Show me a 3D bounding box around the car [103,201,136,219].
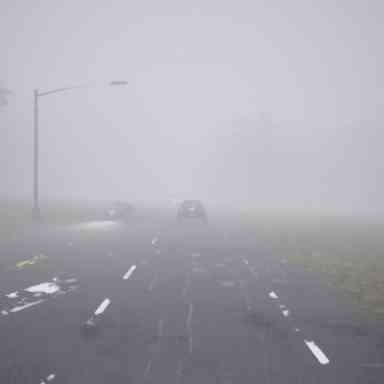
[{"bbox_3d":[-6.342,1.533,29.600,2.128,1.511,4.902,0,0,5],"label":"car"}]

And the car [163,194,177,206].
[{"bbox_3d":[-3.593,1.335,56.440,2.150,2.045,5.566,0,0,2],"label":"car"}]

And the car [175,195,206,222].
[{"bbox_3d":[-0.011,1.363,26.681,2.097,1.767,4.553,0,0,0],"label":"car"}]
